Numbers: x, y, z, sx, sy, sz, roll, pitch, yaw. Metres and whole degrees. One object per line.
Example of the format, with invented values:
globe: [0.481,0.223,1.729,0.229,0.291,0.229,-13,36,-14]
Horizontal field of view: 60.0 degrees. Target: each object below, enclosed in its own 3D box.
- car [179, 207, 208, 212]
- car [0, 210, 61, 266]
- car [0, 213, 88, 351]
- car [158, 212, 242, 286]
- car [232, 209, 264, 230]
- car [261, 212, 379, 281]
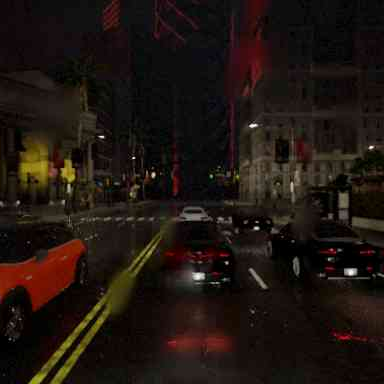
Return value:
car: [0.100,1.660,21.323,1.812,1.442,4.674,0,0,0]
car: [-7.069,1.573,12.781,2.128,1.511,4.902,0,0,0]
car: [-3.590,1.392,6.238,2.097,1.767,4.553,0,0,0]
car: [0.114,1.568,9.612,1.837,1.490,4.892,0,0,0]
car: [3.613,1.733,20.762,1.895,1.301,4.718,0,0,0]
car: [3.614,1.570,10.001,1.837,1.490,4.892,0,0,0]
